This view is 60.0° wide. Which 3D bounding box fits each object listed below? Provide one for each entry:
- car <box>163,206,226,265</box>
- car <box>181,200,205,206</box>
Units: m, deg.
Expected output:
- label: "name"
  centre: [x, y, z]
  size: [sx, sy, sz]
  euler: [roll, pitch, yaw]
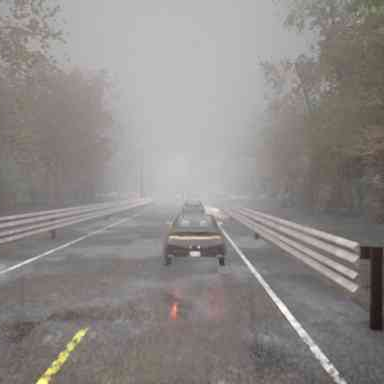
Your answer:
- label: "car"
  centre: [0.088, 1.466, 11.506]
  size: [2.128, 1.511, 4.902]
  euler: [0, 0, 0]
- label: "car"
  centre: [0.085, 1.425, 28.017]
  size: [2.128, 1.511, 4.902]
  euler: [0, 0, 0]
